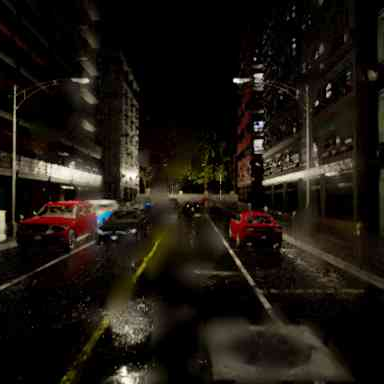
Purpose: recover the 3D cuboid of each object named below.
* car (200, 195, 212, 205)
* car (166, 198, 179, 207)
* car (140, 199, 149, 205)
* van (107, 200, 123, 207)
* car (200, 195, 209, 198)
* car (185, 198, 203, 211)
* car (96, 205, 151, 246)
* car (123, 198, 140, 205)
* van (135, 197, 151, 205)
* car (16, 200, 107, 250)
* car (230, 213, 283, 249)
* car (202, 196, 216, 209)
[{"bbox_3d":[2.691,1.494,66.001,2.192,1.841,5.009,1,0,0],"label":"car"},{"bbox_3d":[-3.087,1.672,54.079,1.812,1.442,4.674,0,0,0],"label":"car"},{"bbox_3d":[-5.652,1.636,31.760,2.008,1.369,4.403,1,0,0],"label":"car"},{"bbox_3d":[-5.645,1.396,20.367,1.690,1.788,3.998,1,0,0],"label":"van"},{"bbox_3d":[2.689,1.708,60.305,1.887,1.381,4.507,1,0,0],"label":"car"},{"bbox_3d":[0.090,1.713,41.814,1.895,1.301,4.718,0,0,0],"label":"car"},{"bbox_3d":[-3.103,1.567,15.597,1.812,1.442,4.674,0,0,0],"label":"car"},{"bbox_3d":[-5.648,1.510,26.063,1.967,1.590,4.097,1,0,0],"label":"car"},{"bbox_3d":[-5.650,1.442,37.456,1.690,1.788,3.998,1,0,0],"label":"van"},{"bbox_3d":[-5.643,1.355,14.671,2.192,1.841,5.009,1,0,0],"label":"car"},{"bbox_3d":[2.700,1.584,14.734,1.887,1.381,4.507,1,0,0],"label":"car"},{"bbox_3d":[2.692,1.658,49.082,1.752,1.417,4.829,1,0,0],"label":"car"}]
